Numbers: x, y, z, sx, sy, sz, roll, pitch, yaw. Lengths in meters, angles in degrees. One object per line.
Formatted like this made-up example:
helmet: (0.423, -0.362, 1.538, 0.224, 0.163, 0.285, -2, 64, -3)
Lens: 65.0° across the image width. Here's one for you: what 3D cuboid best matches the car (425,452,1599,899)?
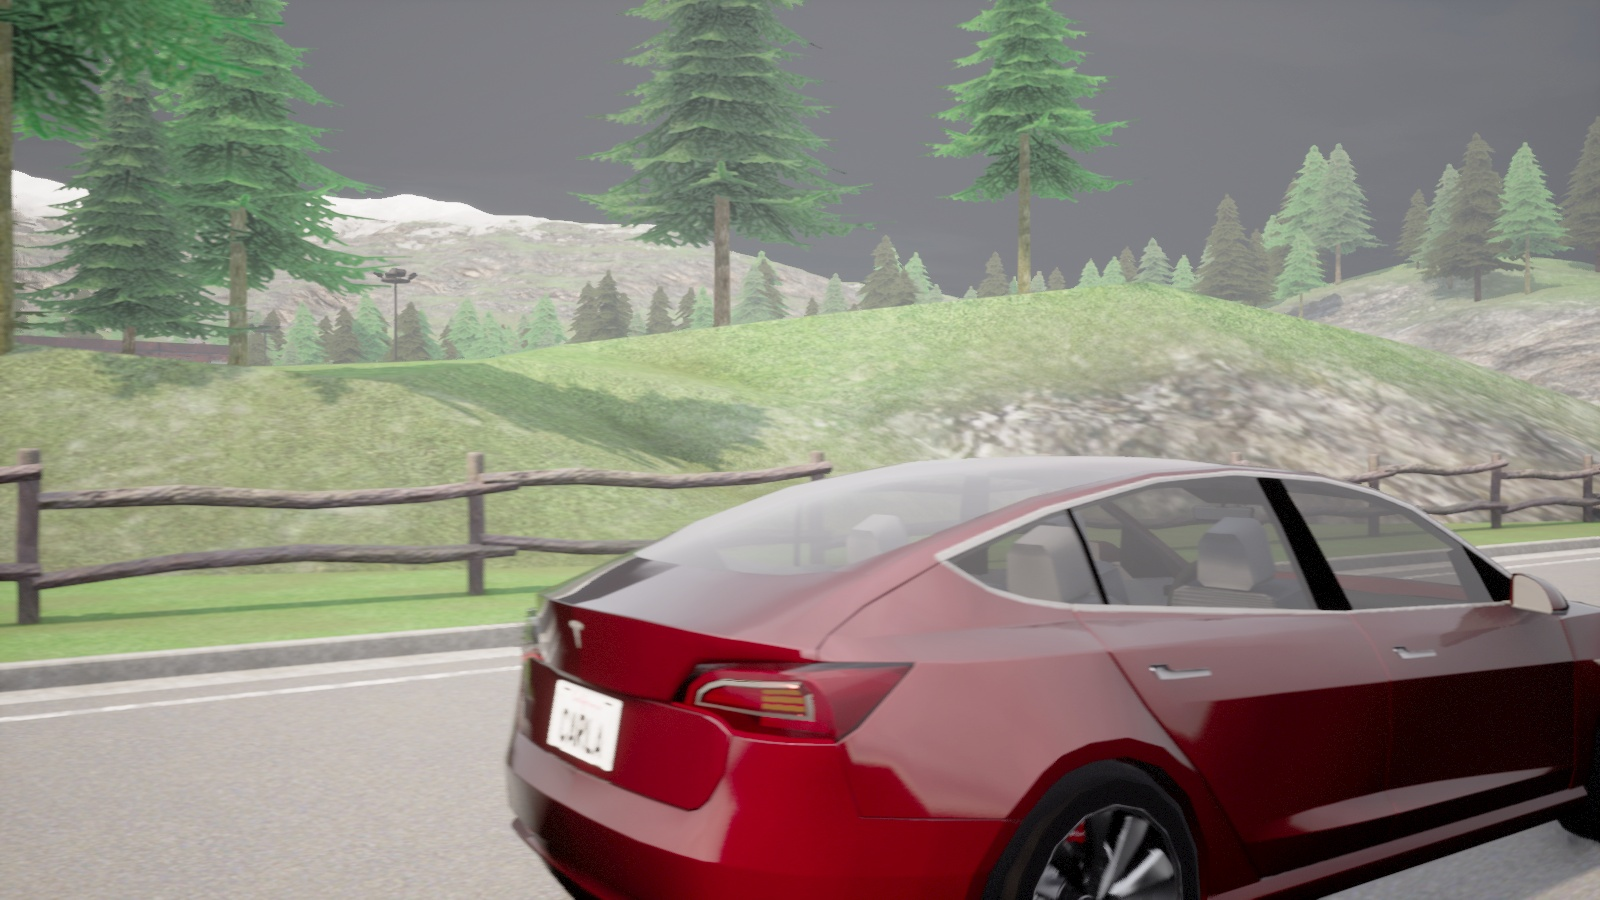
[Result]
car: (1.355, 0.753, 4.602, 4.792, 1.488, 2.163, 0, 0, -35)
